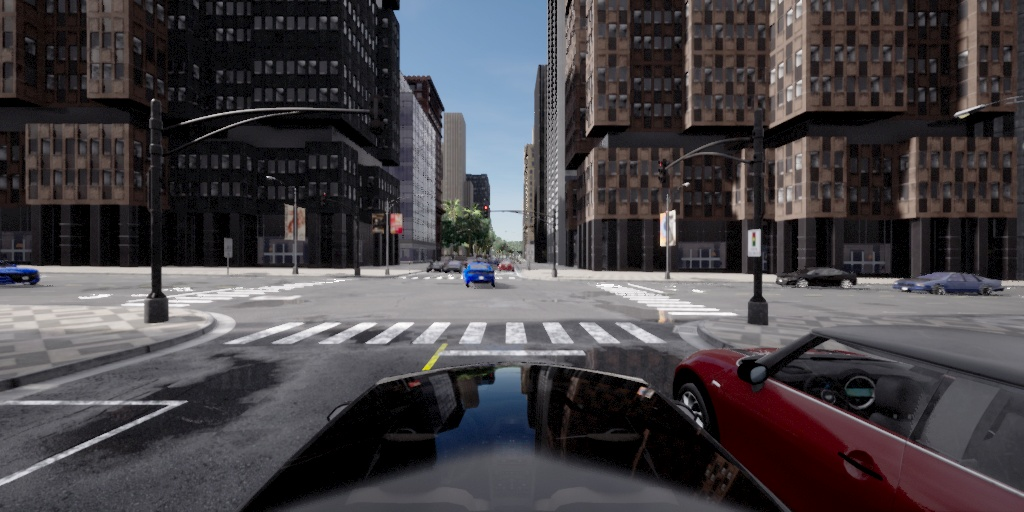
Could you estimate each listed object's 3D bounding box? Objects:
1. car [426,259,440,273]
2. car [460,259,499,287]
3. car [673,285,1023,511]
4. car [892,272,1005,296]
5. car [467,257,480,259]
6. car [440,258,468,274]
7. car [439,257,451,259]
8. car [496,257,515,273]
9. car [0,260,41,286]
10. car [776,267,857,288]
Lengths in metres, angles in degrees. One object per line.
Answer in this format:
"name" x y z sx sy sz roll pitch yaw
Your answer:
"car" -9.183 1.311 43.769 1.948 1.339 4.313 0 0 0
"car" -2.348 1.209 24.738 1.882 1.535 5.008 1 0 -10
"car" 2.763 1.189 2.445 1.967 1.591 4.097 0 0 0
"car" 27.477 1.712 22.649 5.357 1.411 2.033 1 0 0
"car" -6.604 1.249 56.875 1.882 1.535 5.008 0 1 0
"car" -6.497 1.288 41.149 2.033 1.411 5.357 0 0 0
"car" -9.225 1.071 49.195 2.192 1.841 5.009 0 0 0
"car" -0.658 1.185 43.832 1.967 1.591 4.097 0 0 0
"car" -28.020 0.856 18.807 5.008 1.535 1.882 1 0 0
"car" 21.865 1.556 25.859 5.008 1.535 1.882 1 0 0
